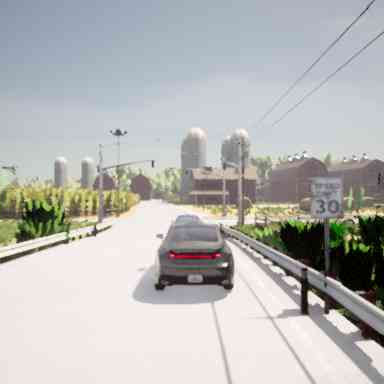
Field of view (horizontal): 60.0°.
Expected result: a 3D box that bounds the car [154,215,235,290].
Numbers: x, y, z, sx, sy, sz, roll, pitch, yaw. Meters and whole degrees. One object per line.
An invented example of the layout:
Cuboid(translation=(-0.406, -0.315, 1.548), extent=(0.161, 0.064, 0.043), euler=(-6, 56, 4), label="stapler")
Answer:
Cuboid(translation=(0.030, 1.589, 9.250), extent=(1.837, 1.490, 4.892), euler=(0, -1, -1), label="car")
